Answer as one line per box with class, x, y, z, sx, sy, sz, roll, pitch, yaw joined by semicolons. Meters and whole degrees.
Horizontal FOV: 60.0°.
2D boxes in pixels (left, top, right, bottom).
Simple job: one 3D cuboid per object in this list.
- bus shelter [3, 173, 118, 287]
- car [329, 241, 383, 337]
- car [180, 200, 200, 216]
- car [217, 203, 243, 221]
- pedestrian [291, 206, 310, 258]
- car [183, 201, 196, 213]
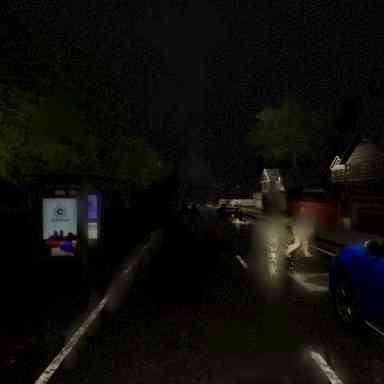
bus shelter;-3.604;0.906;9.968;1.920;2.740;3.880;0;0;-1
car;3.551;1.228;3.725;2.150;2.045;5.566;0;0;0
car;-0.253;1.695;36.518;2.097;1.767;4.553;0;-1;0
car;3.321;1.735;29.490;2.128;1.511;4.902;0;-1;-1
pedestrian;3.743;1.336;11.462;0.375;1.860;0.375;0;0;9
car;-0.357;2.026;46.233;1.812;1.442;4.674;0;-1;-1
